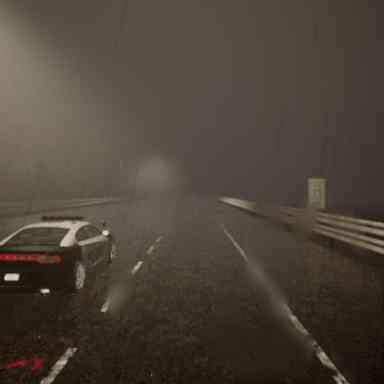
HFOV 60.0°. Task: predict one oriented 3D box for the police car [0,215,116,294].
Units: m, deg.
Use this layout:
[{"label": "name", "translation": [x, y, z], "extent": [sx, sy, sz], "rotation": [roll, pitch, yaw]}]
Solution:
[{"label": "police car", "translation": [-3.412, 1.435, 8.963], "extent": [1.930, 1.638, 5.238], "rotation": [0, 0, 1]}]
